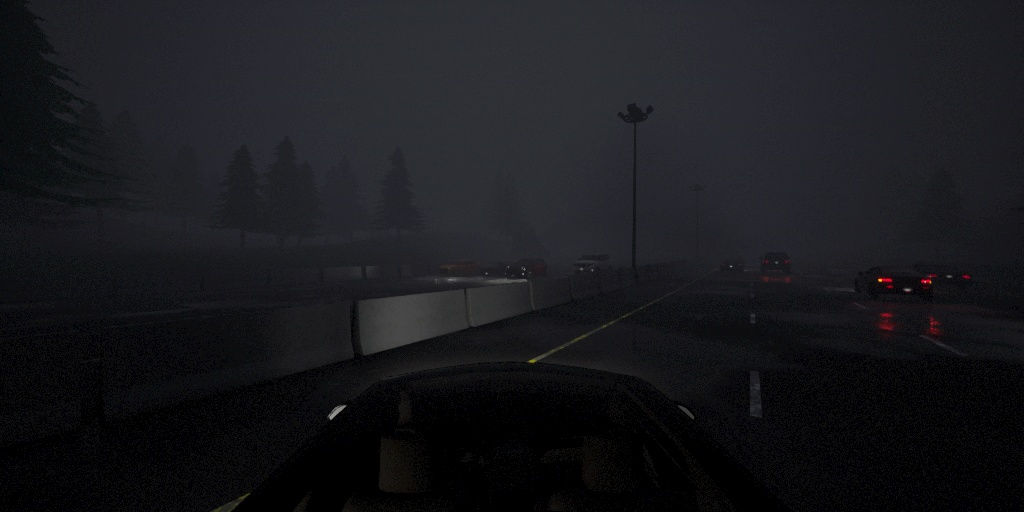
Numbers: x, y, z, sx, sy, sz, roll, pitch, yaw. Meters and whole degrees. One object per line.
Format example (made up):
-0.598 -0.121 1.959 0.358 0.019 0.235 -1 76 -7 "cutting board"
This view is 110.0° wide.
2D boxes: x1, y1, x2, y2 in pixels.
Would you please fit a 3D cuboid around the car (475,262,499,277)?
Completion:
-0.996 1.212 33.268 1.895 1.301 4.718 0 1 34 "car"

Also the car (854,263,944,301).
17.640 1.188 16.732 1.812 1.442 4.674 0 0 34 "car"

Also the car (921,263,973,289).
24.943 1.124 21.383 2.033 1.411 5.357 0 1 34 "car"

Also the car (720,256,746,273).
22.566 0.956 36.756 1.994 1.385 4.181 0 1 34 "car"

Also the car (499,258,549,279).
1.303 0.977 30.411 2.097 1.767 4.553 0 1 34 "car"

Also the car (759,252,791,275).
24.993 0.632 34.084 2.150 2.045 5.566 0 1 34 "car"

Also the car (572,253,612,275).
7.598 0.779 33.479 2.150 2.045 5.566 0 1 34 "car"

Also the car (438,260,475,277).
-4.792 1.102 33.890 1.882 1.535 5.008 0 1 34 "car"
